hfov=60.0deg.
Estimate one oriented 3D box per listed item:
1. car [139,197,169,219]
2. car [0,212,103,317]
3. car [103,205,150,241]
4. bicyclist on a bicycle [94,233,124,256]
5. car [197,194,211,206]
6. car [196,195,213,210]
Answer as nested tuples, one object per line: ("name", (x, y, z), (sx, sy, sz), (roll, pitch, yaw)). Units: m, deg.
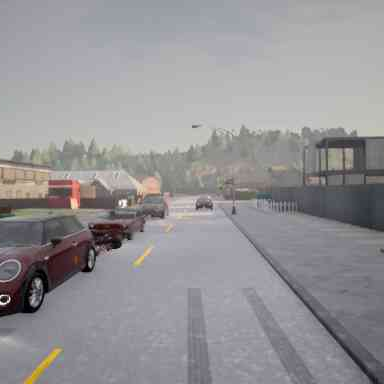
("car", (-3.141, 1.220, 27.260), (2.097, 1.767, 4.553), (-1, 0, 2))
("car", (-3.871, 1.350, 7.620), (2.097, 1.767, 4.553), (-1, 0, 2))
("car", (-3.544, 1.541, 16.541), (1.895, 1.301, 4.718), (-1, 0, 2))
("bicyclist on a bicycle", (-2.775, 1.729, 10.636), (1.656, 0.582, 1.620), (-9, 9, 43))
("car", (1.764, 1.165, 48.323), (1.882, 1.535, 5.008), (-1, 0, 3))
("car", (1.405, 1.357, 37.822), (1.895, 1.301, 4.718), (-1, 0, 2))
